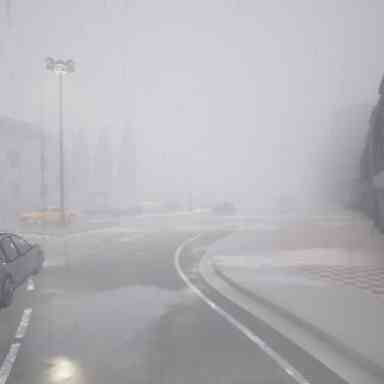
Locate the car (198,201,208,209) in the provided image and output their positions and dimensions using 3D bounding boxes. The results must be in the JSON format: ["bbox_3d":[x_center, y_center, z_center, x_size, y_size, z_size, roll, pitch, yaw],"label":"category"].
[{"bbox_3d":[2.537,2.190,58.465,1.994,1.385,4.181,-1,-1,25],"label":"car"}]

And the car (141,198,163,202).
[{"bbox_3d":[-5.953,1.874,48.361,2.150,2.045,5.566,-1,-1,24],"label":"car"}]

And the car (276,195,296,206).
[{"bbox_3d":[18.768,1.669,66.172,2.150,2.045,5.566,-1,-1,24],"label":"car"}]

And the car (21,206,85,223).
[{"bbox_3d":[-12.331,2.016,29.153,1.882,1.535,5.008,-1,-1,35],"label":"car"}]

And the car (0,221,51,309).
[{"bbox_3d":[-4.984,1.723,8.013,2.033,1.411,5.357,-1,-1,-13],"label":"car"}]

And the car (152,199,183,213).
[{"bbox_3d":[-3.029,2.072,46.316,2.128,1.511,4.902,-1,-1,25],"label":"car"}]

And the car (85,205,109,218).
[{"bbox_3d":[-10.491,2.217,38.632,1.895,1.301,4.718,-1,-1,26],"label":"car"}]

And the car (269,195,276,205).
[{"bbox_3d":[18.881,1.769,74.880,2.150,2.045,5.566,-1,-1,24],"label":"car"}]

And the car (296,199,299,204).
[{"bbox_3d":[23.081,2.035,75.643,1.994,1.385,4.181,-1,-1,24],"label":"car"}]

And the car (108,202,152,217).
[{"bbox_3d":[-6.972,2.150,37.871,1.895,1.301,4.718,-1,-1,26],"label":"car"}]

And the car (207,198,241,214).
[{"bbox_3d":[4.135,1.906,42.234,2.128,1.511,4.902,-1,-1,24],"label":"car"}]
